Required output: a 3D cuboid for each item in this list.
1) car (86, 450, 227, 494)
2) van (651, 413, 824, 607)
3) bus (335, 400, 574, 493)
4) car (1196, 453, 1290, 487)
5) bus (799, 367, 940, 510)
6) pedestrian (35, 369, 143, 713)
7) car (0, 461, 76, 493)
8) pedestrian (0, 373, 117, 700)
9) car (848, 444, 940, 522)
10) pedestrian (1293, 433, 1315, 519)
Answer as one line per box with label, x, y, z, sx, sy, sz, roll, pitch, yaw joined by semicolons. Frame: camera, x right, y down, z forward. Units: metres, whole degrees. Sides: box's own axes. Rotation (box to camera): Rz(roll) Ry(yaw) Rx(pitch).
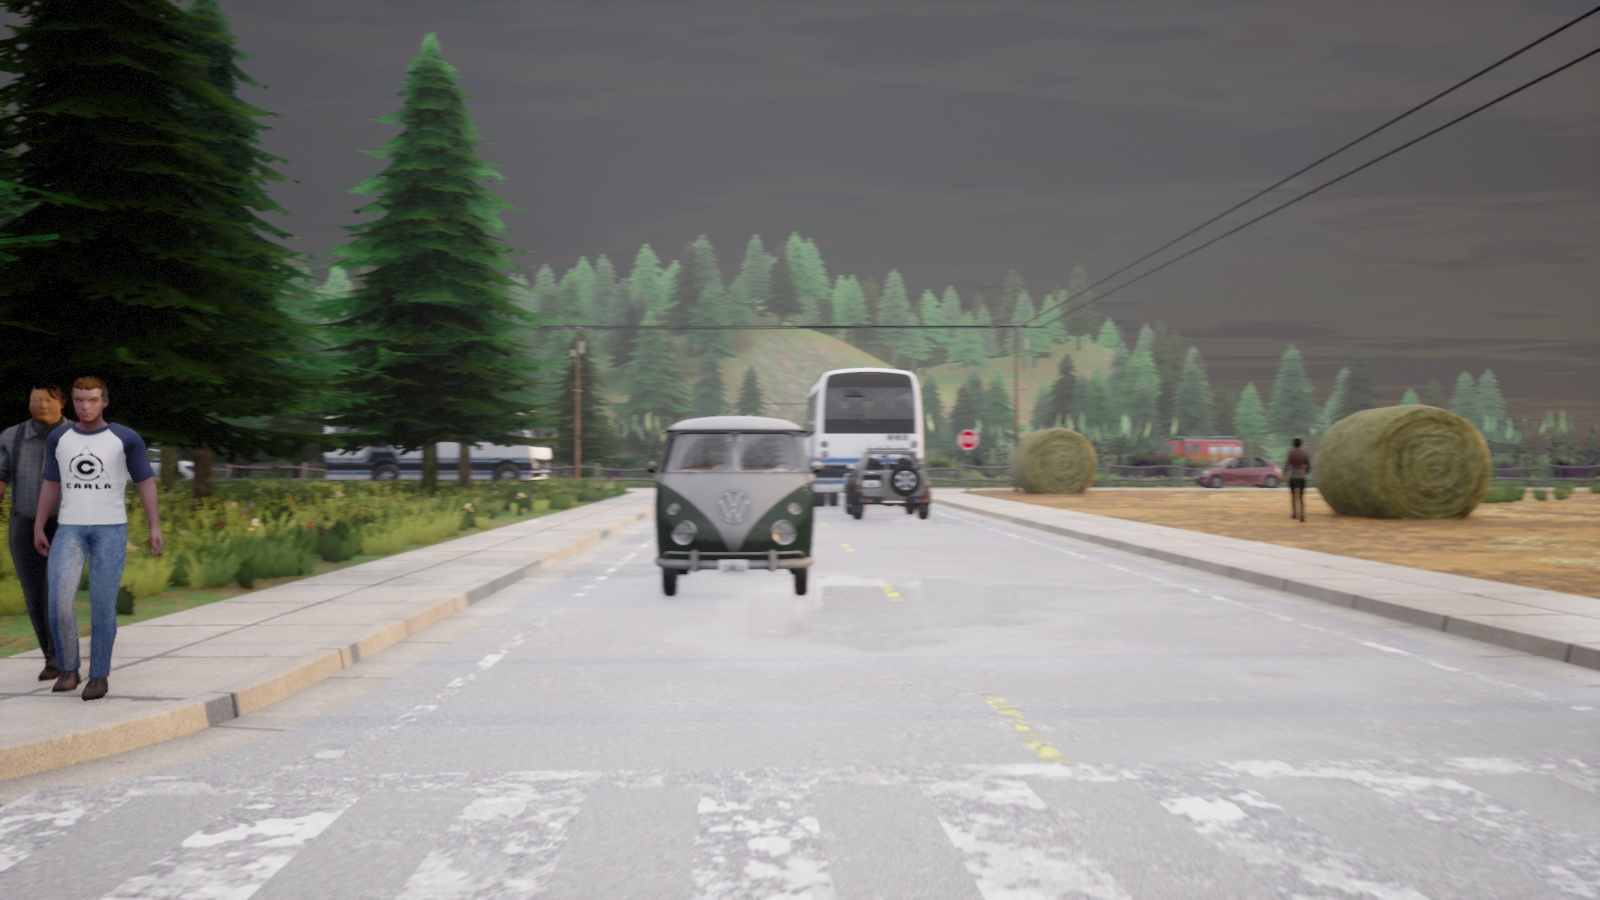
car;-30.537;1.035;59.706;5.566;2.045;2.150;0;0;-1
van;-0.700;0.630;15.155;1.775;1.987;4.442;0;0;-1
bus;-16.229;-0.132;59.645;10.273;4.253;3.944;0;0;1
car;21.945;0.992;62.273;3.988;1.617;1.851;0;0;1
bus;2.081;-0.306;42.653;3.944;4.253;10.273;0;0;-1
pedestrian;-3.997;0.487;7.086;0.354;1.836;0.706;0;0;-14
car;-38.762;1.358;63.146;3.705;1.549;1.789;0;0;0
pedestrian;-4.455;0.492;7.492;0.540;1.848;0.694;0;0;-17
car;2.348;0.810;32.506;1.932;1.855;4.605;0;0;-1
pedestrian;10.749;0.549;26.797;0.328;1.805;0.869;0;0;16
